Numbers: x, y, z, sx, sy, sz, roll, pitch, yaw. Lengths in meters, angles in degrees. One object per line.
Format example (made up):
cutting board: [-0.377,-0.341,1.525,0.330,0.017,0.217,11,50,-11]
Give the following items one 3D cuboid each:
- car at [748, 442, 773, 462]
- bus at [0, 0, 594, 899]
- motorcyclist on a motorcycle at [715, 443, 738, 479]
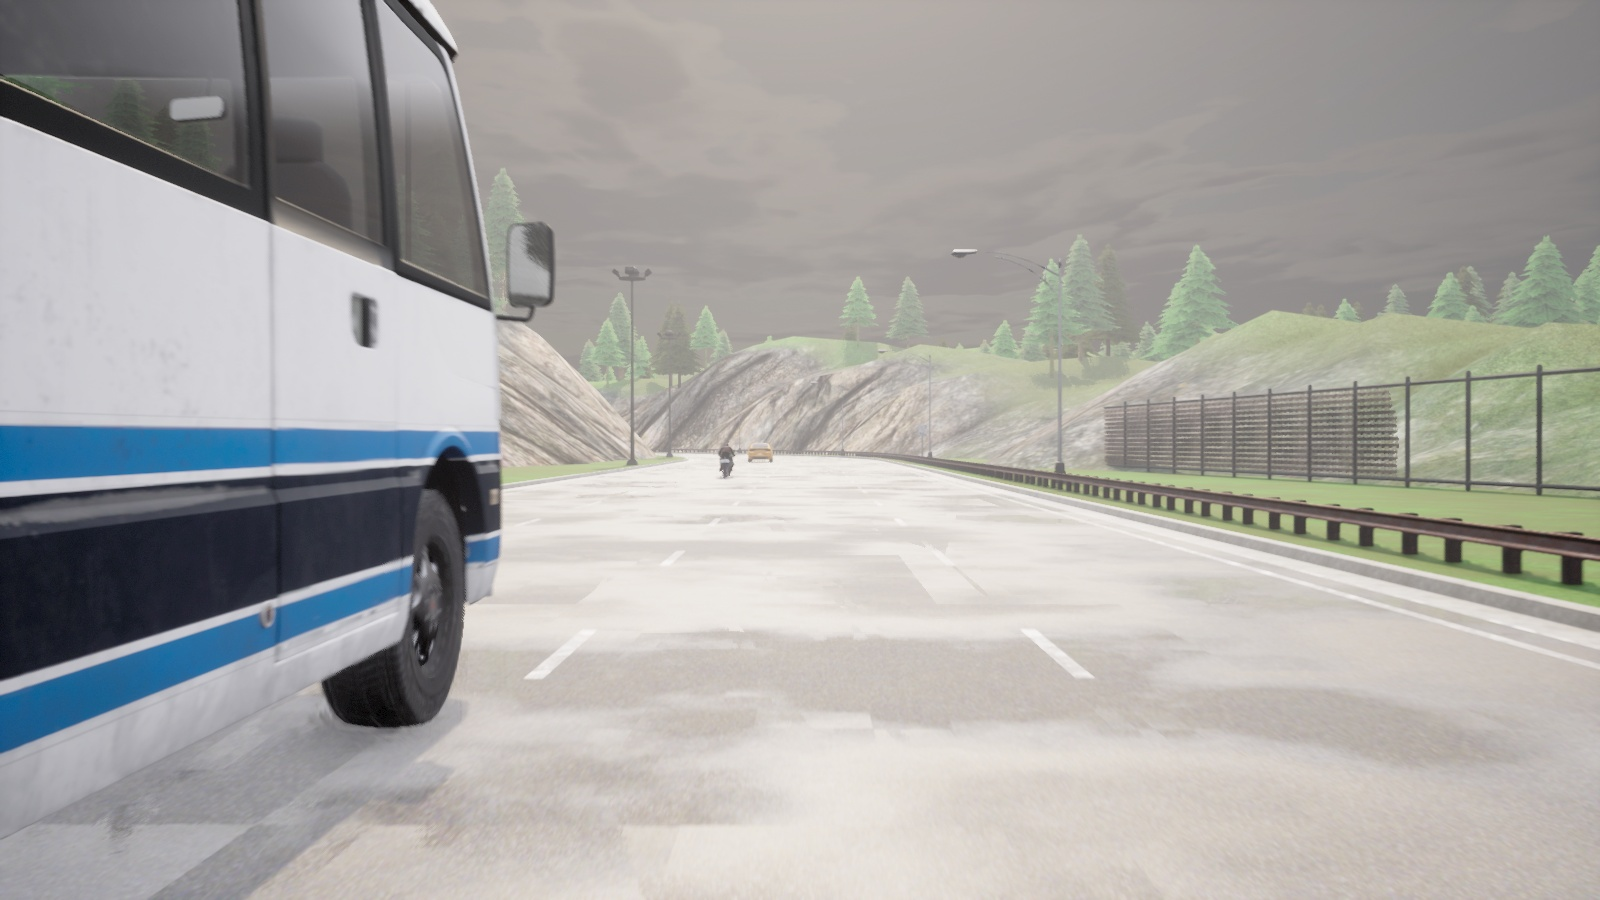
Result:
car: [-3.076,0.164,98.830,1.882,1.535,5.008,0,0,0]
bus: [-3.464,-0.654,3.791,3.944,4.253,10.273,0,1,0]
motorcyclist on a motorcycle: [-3.177,0.471,54.550,0.866,1.530,2.191,0,0,1]
